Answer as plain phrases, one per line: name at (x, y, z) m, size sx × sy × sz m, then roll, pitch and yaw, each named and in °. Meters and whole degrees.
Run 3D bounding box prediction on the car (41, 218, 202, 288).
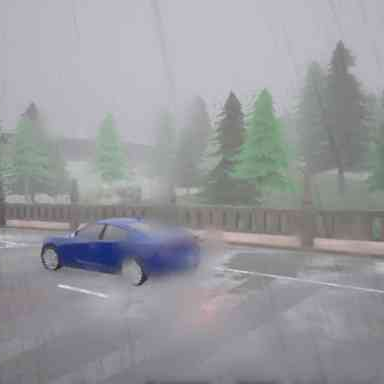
car at (-2.127, 1.464, 9.290) m, size 5.008 × 1.535 × 1.882 m, roll 0°, pitch 0°, yaw 32°
